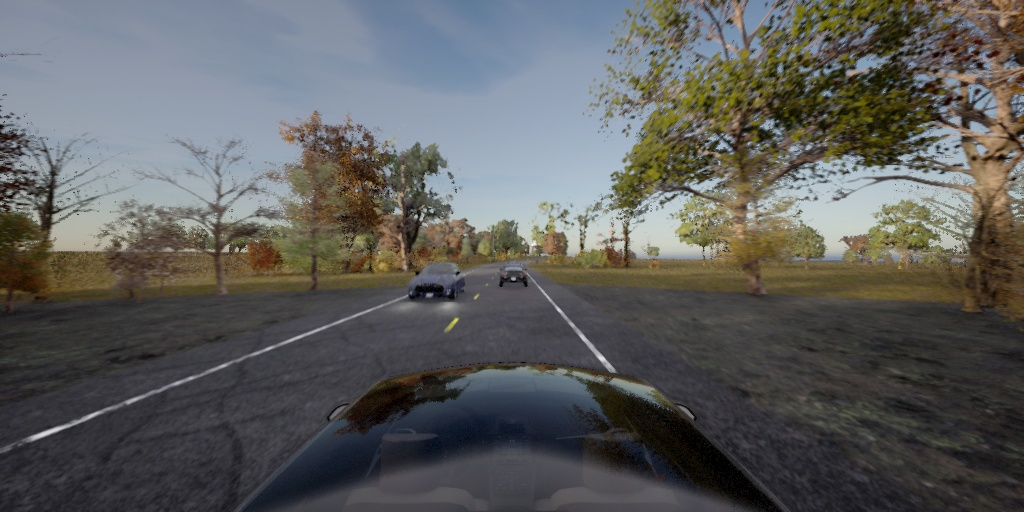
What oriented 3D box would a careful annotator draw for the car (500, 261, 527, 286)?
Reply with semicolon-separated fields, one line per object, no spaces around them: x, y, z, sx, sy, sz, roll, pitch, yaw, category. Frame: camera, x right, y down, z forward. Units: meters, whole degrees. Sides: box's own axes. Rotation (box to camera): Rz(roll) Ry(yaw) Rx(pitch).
0.099;1.292;25.469;1.812;1.442;4.674;0;0;0;car

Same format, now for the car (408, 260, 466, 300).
-3.567;1.112;17.733;2.097;1.767;4.553;0;0;0;car
